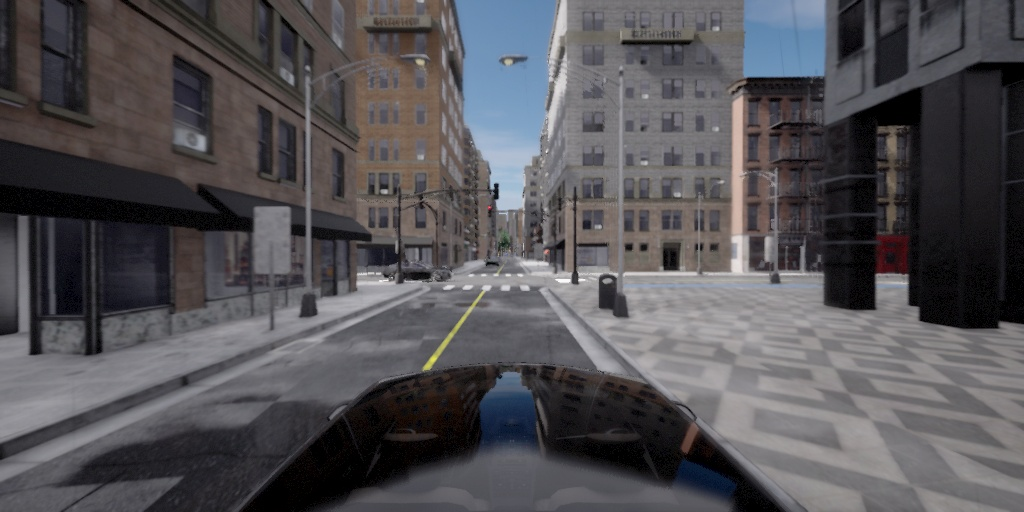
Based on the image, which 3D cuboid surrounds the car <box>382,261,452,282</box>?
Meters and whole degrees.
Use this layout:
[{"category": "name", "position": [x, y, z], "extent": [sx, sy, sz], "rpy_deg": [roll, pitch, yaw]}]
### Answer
[{"category": "car", "position": [-6.849, 1.127, 25.975], "extent": [4.902, 1.511, 2.128], "rpy_deg": [1, 0, 0]}]

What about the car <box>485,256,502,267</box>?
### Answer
[{"category": "car", "position": [-3.055, 0.753, 56.026], "extent": [2.097, 1.767, 4.553], "rpy_deg": [0, 0, 0]}]
